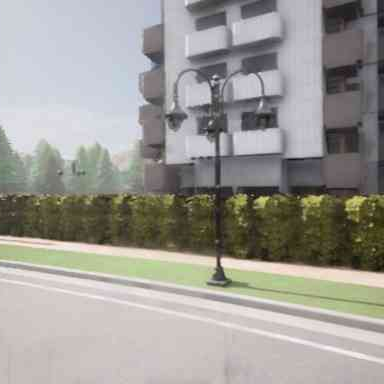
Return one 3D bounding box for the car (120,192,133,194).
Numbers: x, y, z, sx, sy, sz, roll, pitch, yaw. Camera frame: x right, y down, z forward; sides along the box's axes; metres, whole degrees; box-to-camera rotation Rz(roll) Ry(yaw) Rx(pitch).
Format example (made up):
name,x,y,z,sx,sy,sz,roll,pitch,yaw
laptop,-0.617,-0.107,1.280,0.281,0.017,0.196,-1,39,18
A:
name,x,y,z,sx,sy,sz,roll,pitch,yaw
car,-9.888,1.097,47.537,2.150,2.045,5.566,0,0,31
